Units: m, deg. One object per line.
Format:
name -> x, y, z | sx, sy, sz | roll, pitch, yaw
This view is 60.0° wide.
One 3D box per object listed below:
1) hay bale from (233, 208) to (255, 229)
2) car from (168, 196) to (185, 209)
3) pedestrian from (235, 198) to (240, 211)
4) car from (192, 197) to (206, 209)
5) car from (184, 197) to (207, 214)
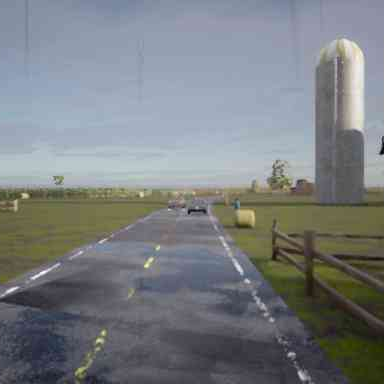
hay bale -> 3.255, 1.641, 20.968 | 1.220, 1.180, 1.240 | 0, 1, 1
car -> -1.957, 1.311, 43.944 | 2.097, 1.767, 4.553 | 0, 0, 3
pedestrian -> 2.974, 1.268, 22.250 | 0.375, 1.860, 0.375 | 0, 1, -2
car -> 1.008, 1.465, 46.636 | 1.837, 1.490, 4.892 | 0, 1, 3
car -> 0.575, 1.536, 35.064 | 1.994, 1.385, 4.181 | 0, 0, 2
